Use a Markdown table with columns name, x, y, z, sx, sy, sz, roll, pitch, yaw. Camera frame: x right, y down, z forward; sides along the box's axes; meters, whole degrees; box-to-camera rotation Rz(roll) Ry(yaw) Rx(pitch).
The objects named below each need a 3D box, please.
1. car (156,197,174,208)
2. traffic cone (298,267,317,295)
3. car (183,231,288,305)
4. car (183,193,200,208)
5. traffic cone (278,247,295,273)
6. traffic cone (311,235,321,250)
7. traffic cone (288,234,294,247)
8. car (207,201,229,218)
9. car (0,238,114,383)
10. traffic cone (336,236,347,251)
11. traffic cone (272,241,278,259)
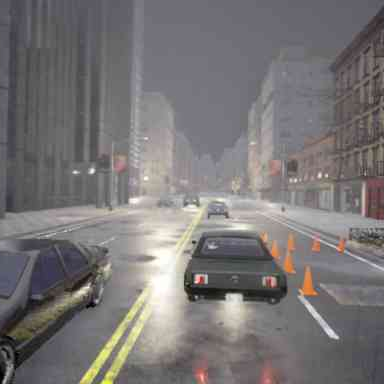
| name | x | y | z | sx | sy | sz | roll | pitch | yaw |
| --- | --- | --- | --- | --- | --- | --- | --- | --- | --- |
| car | -3.464 | 1.361 | 44.202 | 2.033 | 1.411 | 5.357 | 1 | 0 | 4 |
| traffic cone | 2.634 | 1.992 | 7.563 | 0.340 | 0.580 | 0.340 | 1 | 0 | 4 |
| car | 0.906 | 1.602 | 8.153 | 1.895 | 1.301 | 4.718 | 1 | 0 | 4 |
| car | -0.013 | 1.098 | 47.018 | 2.150 | 2.045 | 5.566 | 1 | 0 | 4 |
| traffic cone | 2.762 | 1.991 | 9.559 | 0.340 | 0.580 | 0.340 | 1 | 0 | 4 |
| traffic cone | 5.015 | 2.028 | 13.422 | 0.340 | 0.580 | 0.340 | 1 | 0 | 4 |
| traffic cone | 4.017 | 2.007 | 13.486 | 0.340 | 0.580 | 0.340 | 1 | 0 | 4 |
| car | 2.300 | 1.522 | 29.743 | 2.033 | 1.411 | 5.357 | 1 | 0 | 4 |
| car | -2.748 | 1.481 | 5.084 | 2.033 | 1.411 | 5.357 | 1 | 0 | 4 |
| traffic cone | 6.012 | 2.048 | 13.358 | 0.340 | 0.580 | 0.340 | 1 | 0 | 4 |
| traffic cone | 2.891 | 1.989 | 11.555 | 0.340 | 0.580 | 0.340 | 1 | 0 | 4 |
